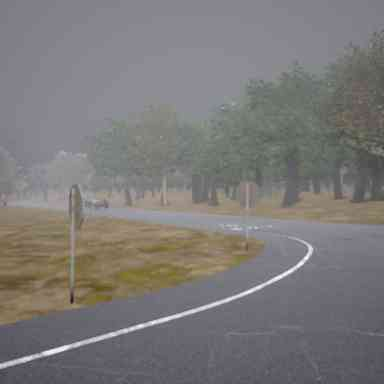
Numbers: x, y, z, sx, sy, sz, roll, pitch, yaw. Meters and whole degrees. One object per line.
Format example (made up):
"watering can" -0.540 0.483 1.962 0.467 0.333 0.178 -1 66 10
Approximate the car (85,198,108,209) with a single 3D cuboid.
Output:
"car" -14.256 1.763 50.675 1.837 1.490 4.892 1 -1 -34
